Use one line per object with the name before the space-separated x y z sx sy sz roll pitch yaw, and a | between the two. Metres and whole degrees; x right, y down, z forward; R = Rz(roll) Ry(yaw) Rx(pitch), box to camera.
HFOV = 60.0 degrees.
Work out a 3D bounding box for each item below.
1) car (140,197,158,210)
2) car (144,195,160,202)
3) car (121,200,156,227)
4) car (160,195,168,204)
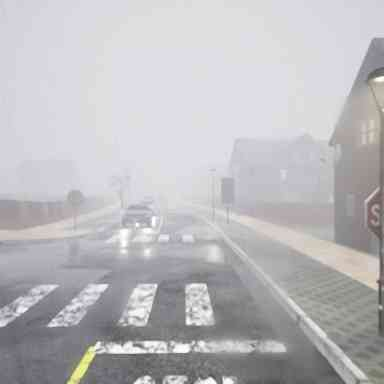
car | -4.462 1.515 32.475 1.812 1.442 4.674 0 0 -5
car | -5.650 1.334 43.244 2.097 1.767 4.553 0 0 -7
car | -3.699 1.519 22.966 1.812 1.442 4.674 0 0 -4
car | -5.931 1.329 63.800 2.097 1.767 4.553 0 0 -11
